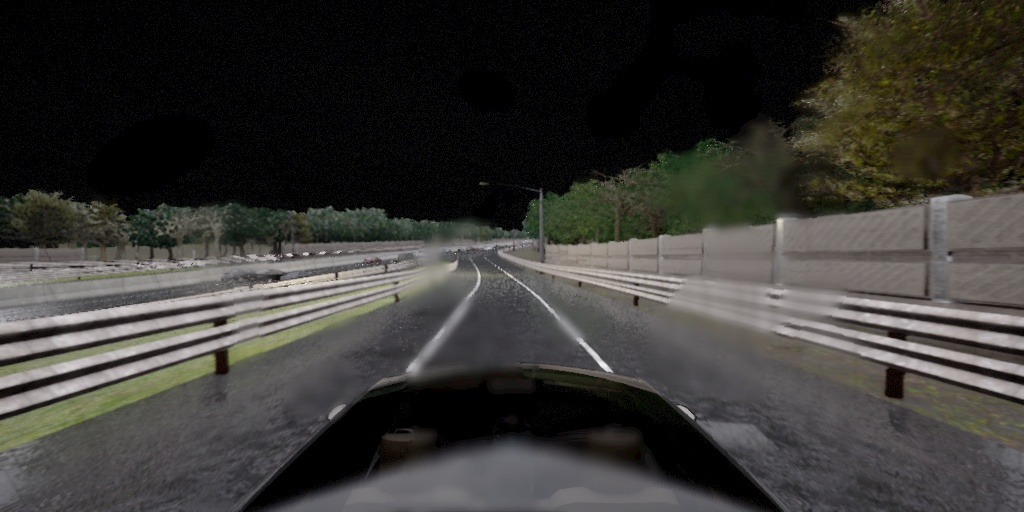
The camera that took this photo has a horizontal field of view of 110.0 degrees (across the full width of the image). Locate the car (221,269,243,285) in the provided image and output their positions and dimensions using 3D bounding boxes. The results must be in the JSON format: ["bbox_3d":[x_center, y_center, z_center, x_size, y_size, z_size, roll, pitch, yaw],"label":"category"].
[{"bbox_3d":[-30.252,2.202,40.813,2.128,1.511,4.902,0,3,10],"label":"car"}]

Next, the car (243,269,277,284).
[{"bbox_3d":[-26.805,2.177,40.206,1.882,1.535,5.008,0,3,10],"label":"car"}]

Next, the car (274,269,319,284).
[{"bbox_3d":[-23.357,2.275,39.607,1.994,1.385,4.181,0,3,10],"label":"car"}]
